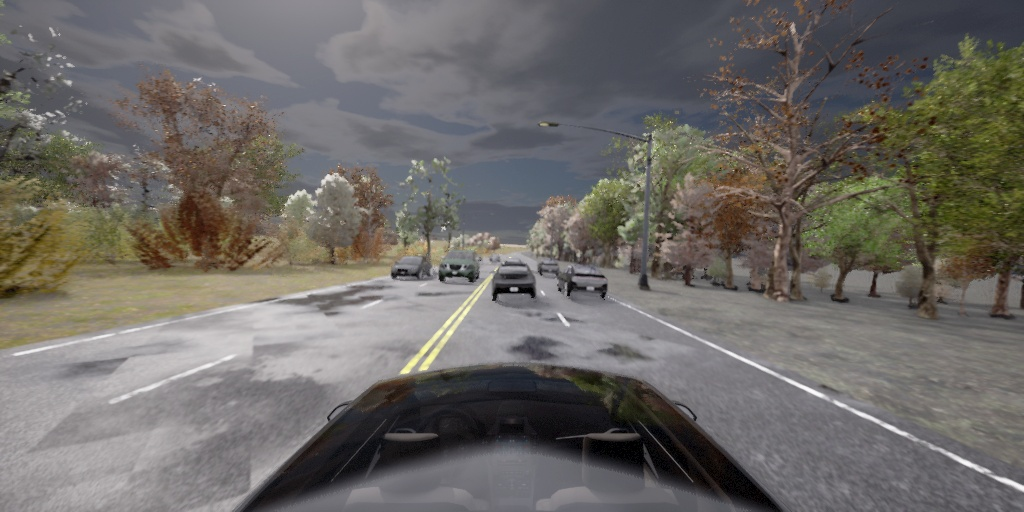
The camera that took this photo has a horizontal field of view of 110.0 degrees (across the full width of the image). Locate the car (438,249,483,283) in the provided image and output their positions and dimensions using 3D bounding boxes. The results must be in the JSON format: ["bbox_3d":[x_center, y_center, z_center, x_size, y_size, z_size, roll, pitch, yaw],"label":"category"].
[{"bbox_3d":[-3.335,0.596,23.746,2.150,2.045,5.566,3,1,0],"label":"car"}]

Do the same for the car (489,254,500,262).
[{"bbox_3d":[-3.096,0.409,65.003,2.128,1.511,4.902,3,1,1],"label":"car"}]

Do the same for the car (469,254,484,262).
[{"bbox_3d":[-6.338,0.314,65.036,2.033,1.411,5.357,3,1,1],"label":"car"}]

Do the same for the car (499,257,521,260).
[{"bbox_3d":[0.118,0.905,33.841,2.128,1.511,4.902,3,1,0],"label":"car"}]

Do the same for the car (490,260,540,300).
[{"bbox_3d":[0.070,1.077,16.394,1.837,1.490,4.892,0,-1,0],"label":"car"}]

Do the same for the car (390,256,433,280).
[{"bbox_3d":[-6.592,0.731,24.050,1.837,1.490,4.892,3,1,0],"label":"car"}]

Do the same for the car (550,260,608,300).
[{"bbox_3d":[3.382,1.201,17.838,2.128,1.511,4.902,4,0,0],"label":"car"}]

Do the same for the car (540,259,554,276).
[{"bbox_3d":[3.380,1.009,33.916,2.128,1.511,4.902,3,2,0],"label":"car"}]
